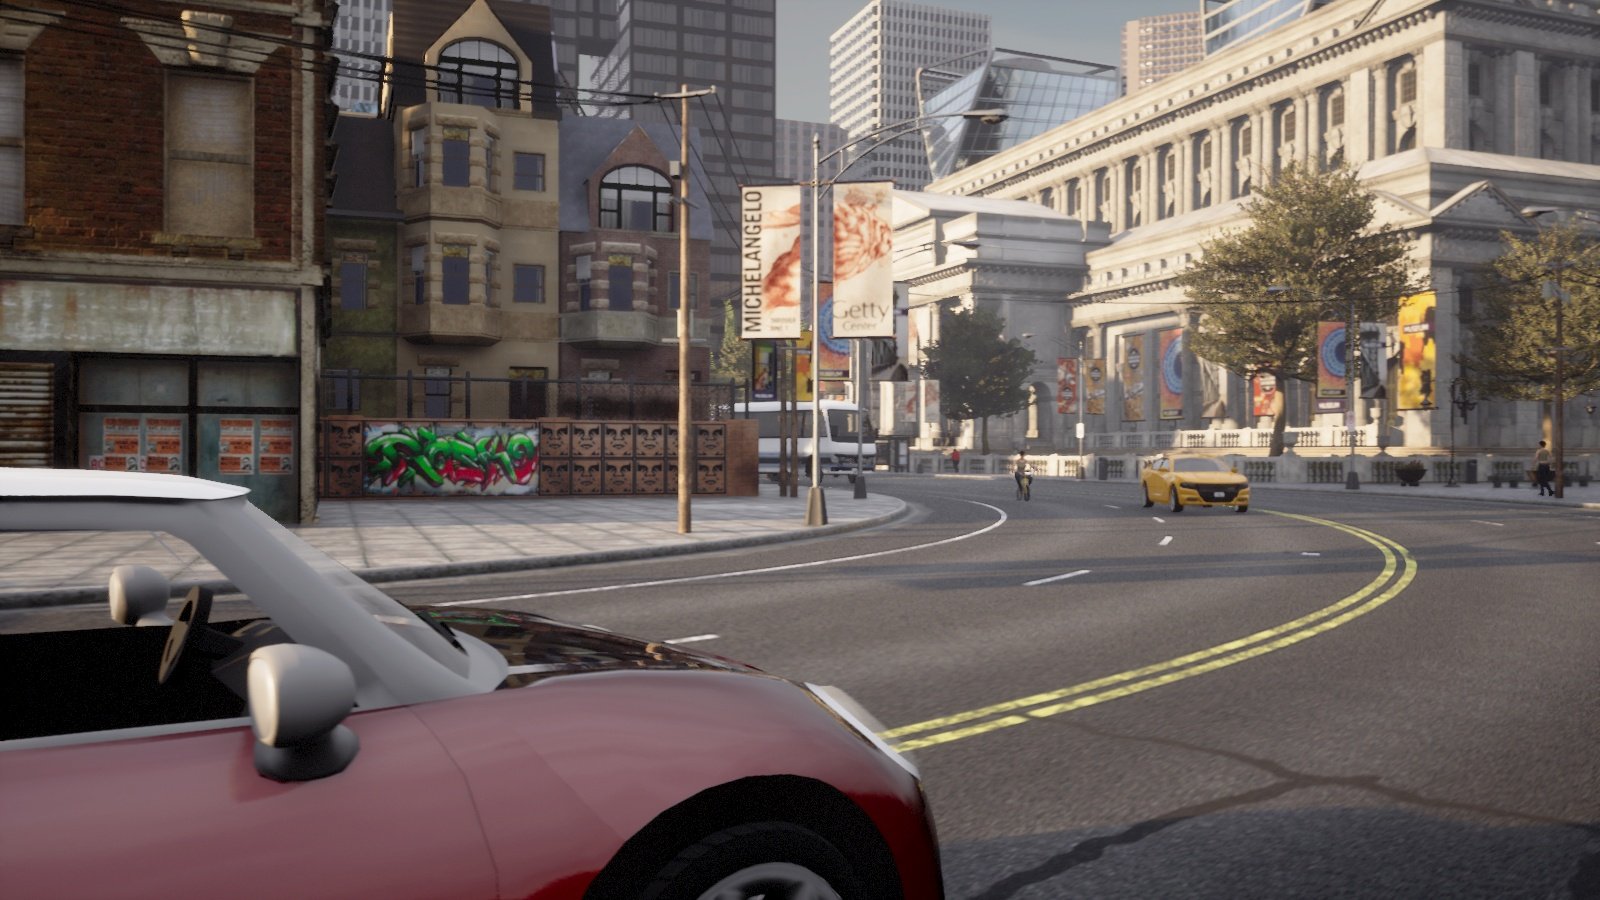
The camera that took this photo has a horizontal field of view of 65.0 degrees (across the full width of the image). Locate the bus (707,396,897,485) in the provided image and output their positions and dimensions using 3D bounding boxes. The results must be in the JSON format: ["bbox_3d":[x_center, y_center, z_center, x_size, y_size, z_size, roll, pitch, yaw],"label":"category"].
[{"bbox_3d":[-0.081,-0.412,64.922,3.944,4.253,10.273,1,-1,-42],"label":"bus"}]

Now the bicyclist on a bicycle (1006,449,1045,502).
[{"bbox_3d":[7.071,0.795,39.464,0.866,1.612,1.509,-1,0,-4],"label":"bicyclist on a bicycle"}]

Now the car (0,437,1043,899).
[{"bbox_3d":[-1.561,0.724,2.613,3.806,1.475,1.970,0,0,-35],"label":"car"}]

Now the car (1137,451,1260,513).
[{"bbox_3d":[10.572,0.807,33.726,1.882,1.535,5.008,0,0,2],"label":"car"}]

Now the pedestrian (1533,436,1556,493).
[{"bbox_3d":[24.094,0.472,40.643,0.345,1.836,0.594,0,0,-13],"label":"pedestrian"}]
